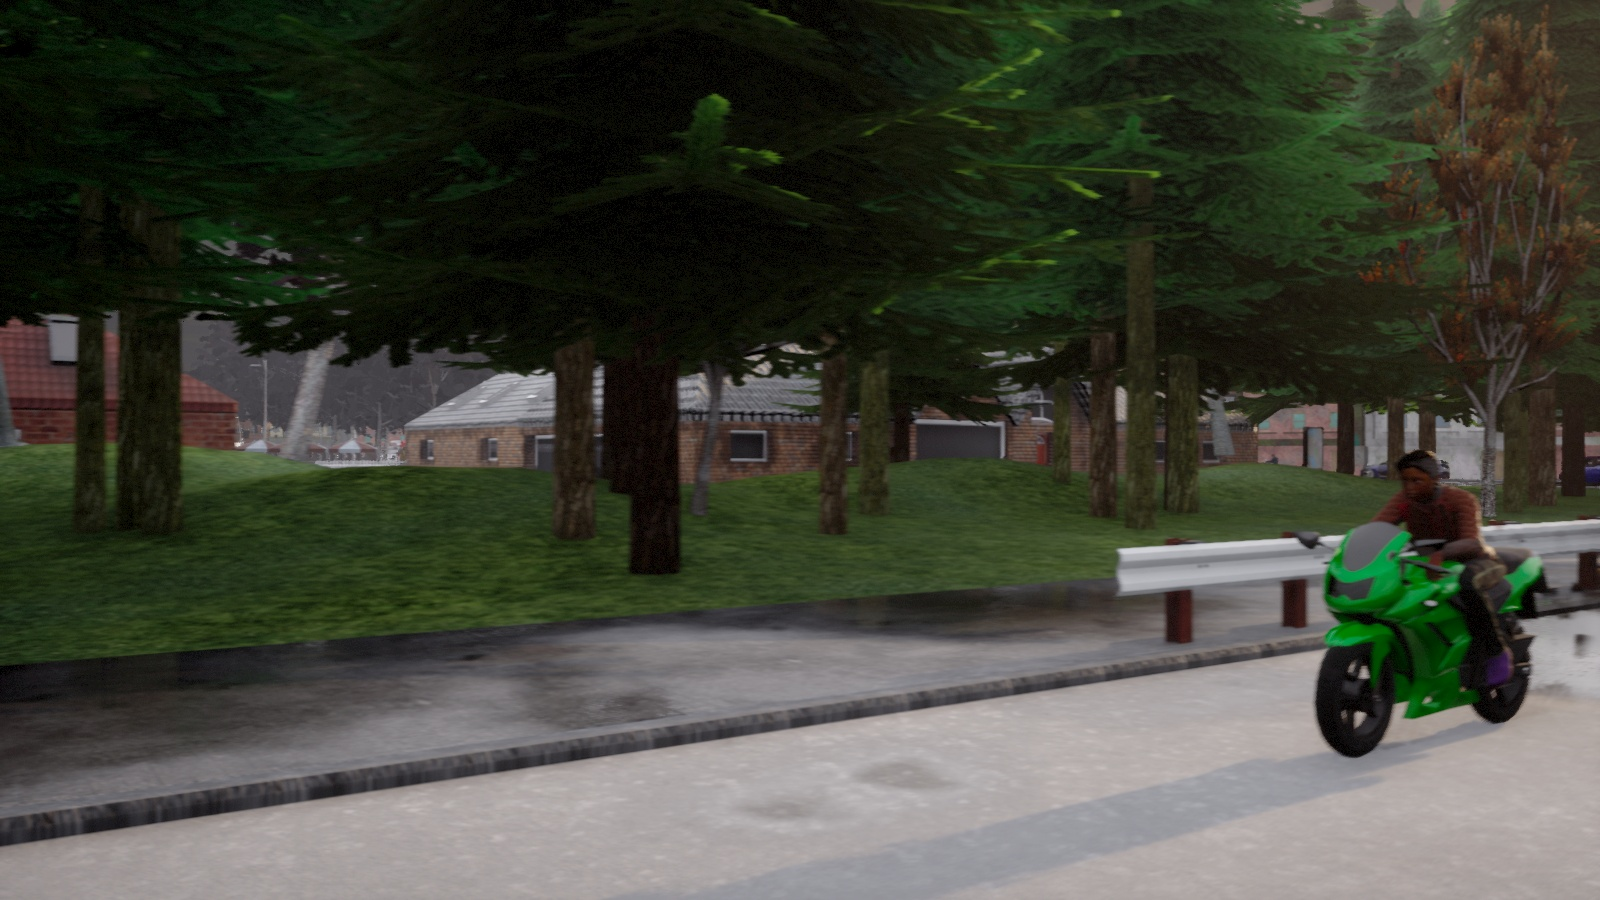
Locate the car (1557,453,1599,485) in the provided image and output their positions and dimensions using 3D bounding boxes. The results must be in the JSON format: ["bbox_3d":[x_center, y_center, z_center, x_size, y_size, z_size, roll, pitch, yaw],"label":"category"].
[{"bbox_3d":[38.208,0.885,58.965,1.816,1.474,4.193,0,0,-35],"label":"car"}]

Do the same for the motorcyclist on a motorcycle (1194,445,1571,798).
[{"bbox_3d":[2.977,0.742,6.335,2.044,1.523,0.797,0,0,-35],"label":"motorcyclist on a motorcycle"}]

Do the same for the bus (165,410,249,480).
[{"bbox_3d":[-38.924,-0.333,82.230,3.944,4.253,10.273,-1,0,-31],"label":"bus"}]

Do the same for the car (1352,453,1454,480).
[{"bbox_3d":[34.319,0.914,71.589,2.163,1.488,4.792,0,0,-35],"label":"car"}]
